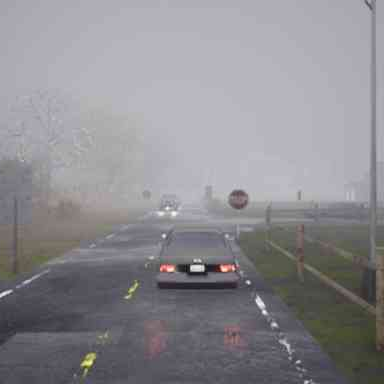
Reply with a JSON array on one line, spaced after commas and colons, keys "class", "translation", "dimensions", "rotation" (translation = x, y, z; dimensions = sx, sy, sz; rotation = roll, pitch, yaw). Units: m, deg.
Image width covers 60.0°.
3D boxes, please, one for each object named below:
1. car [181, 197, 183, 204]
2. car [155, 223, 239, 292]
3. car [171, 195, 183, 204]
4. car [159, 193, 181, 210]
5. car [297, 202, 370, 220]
[{"class": "car", "translation": [-2.797, 1.415, 51.679], "dimensions": [1.882, 1.535, 5.008], "rotation": [0, 0, 1]}, {"class": "car", "translation": [0.103, 1.543, 9.030], "dimensions": [2.033, 1.411, 5.357], "rotation": [0, 0, 0]}, {"class": "car", "translation": [-2.756, 1.417, 62.349], "dimensions": [1.837, 1.490, 4.892], "rotation": [0, 0, 1]}, {"class": "car", "translation": [-2.827, 1.180, 41.563], "dimensions": [2.150, 2.045, 5.566], "rotation": [0, 0, 0]}, {"class": "car", "translation": [11.177, 1.488, 26.177], "dimensions": [5.357, 1.411, 2.033], "rotation": [0, 0, -3]}]
